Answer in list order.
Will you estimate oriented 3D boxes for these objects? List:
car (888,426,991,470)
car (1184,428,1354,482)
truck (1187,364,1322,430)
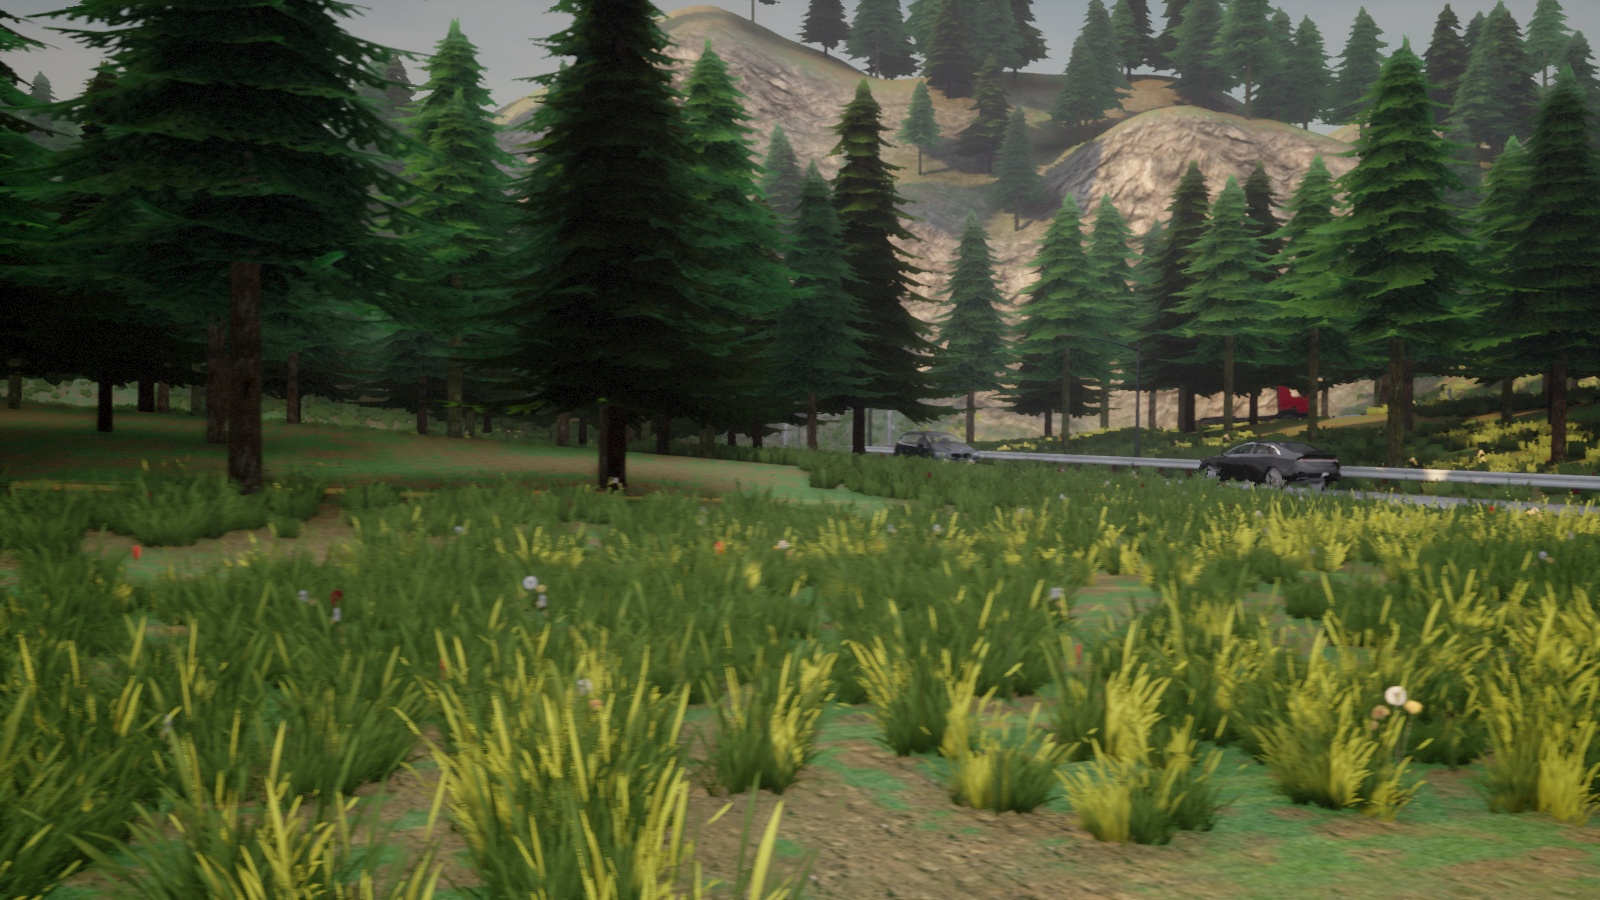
[{"bbox_3d":[5.587,-0.107,50.925,2.242,1.667,4.611,-1,1,-21],"label":"car"},{"bbox_3d":[14.168,0.119,38.250,2.128,1.511,4.902,-1,1,-21],"label":"car"},{"bbox_3d":[29.865,-3.398,82.674,7.936,3.462,2.891,-5,-1,20],"label":"truck"}]
